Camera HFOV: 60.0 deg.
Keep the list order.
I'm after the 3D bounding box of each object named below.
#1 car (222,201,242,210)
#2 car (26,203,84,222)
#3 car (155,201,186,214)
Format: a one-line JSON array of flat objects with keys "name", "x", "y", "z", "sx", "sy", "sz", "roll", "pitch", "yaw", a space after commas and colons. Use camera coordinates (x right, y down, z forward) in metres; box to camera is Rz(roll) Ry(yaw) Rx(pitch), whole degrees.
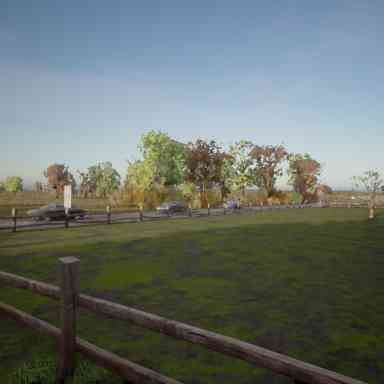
[{"name": "car", "x": 6.650, "y": 2.216, "z": 54.762, "sx": 1.812, "sy": 1.442, "sz": 4.674, "roll": 1, "pitch": 0, "yaw": 36}, {"name": "car", "x": -11.814, "y": 1.734, "z": 28.944, "sx": 1.837, "sy": 1.490, "sz": 4.892, "roll": 1, "pitch": 0, "yaw": 35}, {"name": "car", "x": -2.662, "y": 1.948, "z": 41.812, "sx": 2.128, "sy": 1.511, "sz": 4.902, "roll": 1, "pitch": 0, "yaw": 35}]
